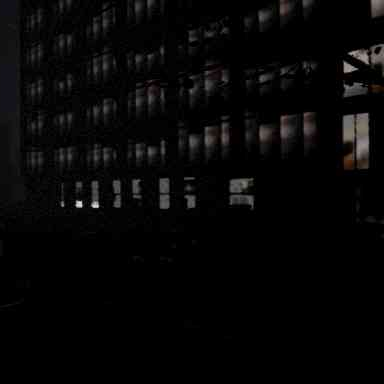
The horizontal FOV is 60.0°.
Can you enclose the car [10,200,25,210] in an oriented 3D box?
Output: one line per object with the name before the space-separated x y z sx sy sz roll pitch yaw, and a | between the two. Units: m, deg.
car | -21.893 1.740 44.226 1.802 1.307 4.206 -1 -1 36
